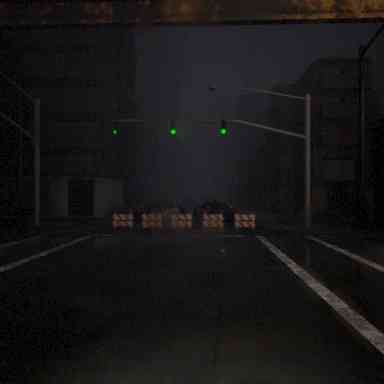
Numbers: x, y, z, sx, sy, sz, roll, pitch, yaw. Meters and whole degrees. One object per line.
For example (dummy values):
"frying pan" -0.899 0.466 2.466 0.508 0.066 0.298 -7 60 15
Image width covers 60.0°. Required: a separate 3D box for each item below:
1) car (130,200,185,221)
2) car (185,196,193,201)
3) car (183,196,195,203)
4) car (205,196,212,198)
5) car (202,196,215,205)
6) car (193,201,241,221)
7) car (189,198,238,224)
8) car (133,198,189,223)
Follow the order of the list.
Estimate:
"car" -2.420 1.295 24.632 1.853 1.218 4.536 0 0 27
"car" -0.500 1.452 59.345 2.038 1.542 4.974 0 0 2
"car" -0.498 1.295 59.396 1.853 1.218 4.536 0 0 2
"car" 2.540 1.452 50.675 2.038 1.542 4.974 0 0 2
"car" 2.542 1.295 50.727 1.853 1.218 4.536 0 0 2
"car" 1.682 1.295 24.139 1.853 1.218 4.536 0 0 -18
"car" 1.698 1.453 24.090 2.038 1.542 4.974 0 0 -18
"car" -2.444 1.453 24.586 2.038 1.542 4.974 0 0 27
